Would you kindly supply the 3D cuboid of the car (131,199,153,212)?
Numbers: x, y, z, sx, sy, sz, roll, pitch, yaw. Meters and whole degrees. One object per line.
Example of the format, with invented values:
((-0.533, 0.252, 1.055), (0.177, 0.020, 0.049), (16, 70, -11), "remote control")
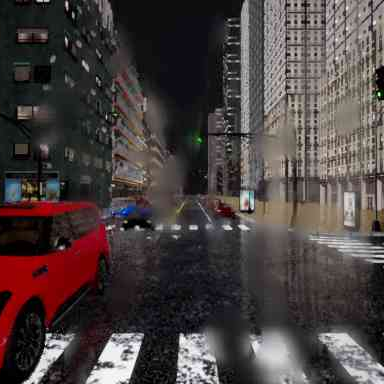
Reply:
((-5.757, 1.562, 38.931), (1.887, 1.381, 4.507), (0, 0, 0), "car")

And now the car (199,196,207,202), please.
((2.551, 1.636, 77.639), (1.802, 1.307, 4.206), (0, 0, 0), "car")

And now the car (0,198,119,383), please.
((-3.010, 1.226, 5.760), (2.150, 2.045, 5.566), (0, 0, 0), "car")

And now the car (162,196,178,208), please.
((-3.093, 1.614, 49.494), (1.895, 1.301, 4.718), (0, 0, 0), "car")

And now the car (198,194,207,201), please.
((2.542, 1.376, 83.167), (2.192, 1.841, 5.009), (0, 0, 0), "car")

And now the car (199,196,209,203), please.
((2.561, 1.592, 72.112), (1.887, 1.381, 4.507), (0, 0, 0), "car")

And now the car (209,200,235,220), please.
((2.645, 1.592, 27.890), (1.802, 1.307, 4.206), (0, 0, 0), "car")

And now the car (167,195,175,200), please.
((-5.861, 1.643, 94.207), (1.947, 1.339, 4.313), (0, 0, 0), "car")

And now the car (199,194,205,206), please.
((2.593, 1.469, 55.529), (1.967, 1.590, 4.097), (0, 0, 0), "car")

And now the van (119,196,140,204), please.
((-5.734, 1.352, 27.876), (1.690, 1.788, 3.998), (0, 0, 0), "van")

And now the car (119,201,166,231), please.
((-3.039, 1.556, 21.077), (2.033, 1.411, 5.357), (0, 0, 0), "car")

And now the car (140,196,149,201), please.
((-5.744, 1.329, 33.403), (2.192, 1.841, 5.009), (0, 0, 0), "car")

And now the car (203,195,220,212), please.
((2.625, 1.457, 38.946), (1.967, 1.590, 4.097), (0, 0, 0), "car")
